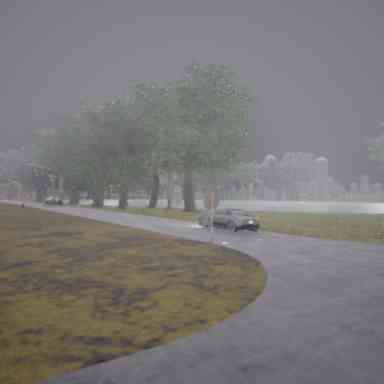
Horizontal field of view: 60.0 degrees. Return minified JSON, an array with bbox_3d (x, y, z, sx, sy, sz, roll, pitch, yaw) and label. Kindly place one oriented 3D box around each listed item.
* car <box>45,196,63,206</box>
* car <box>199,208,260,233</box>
[{"bbox_3d":[-23.804,1.473,57.362,2.097,1.767,4.553,2,-1,-36],"label":"car"},{"bbox_3d":[2.252,1.694,20.832,1.994,1.385,4.181,2,-1,-36],"label":"car"}]
